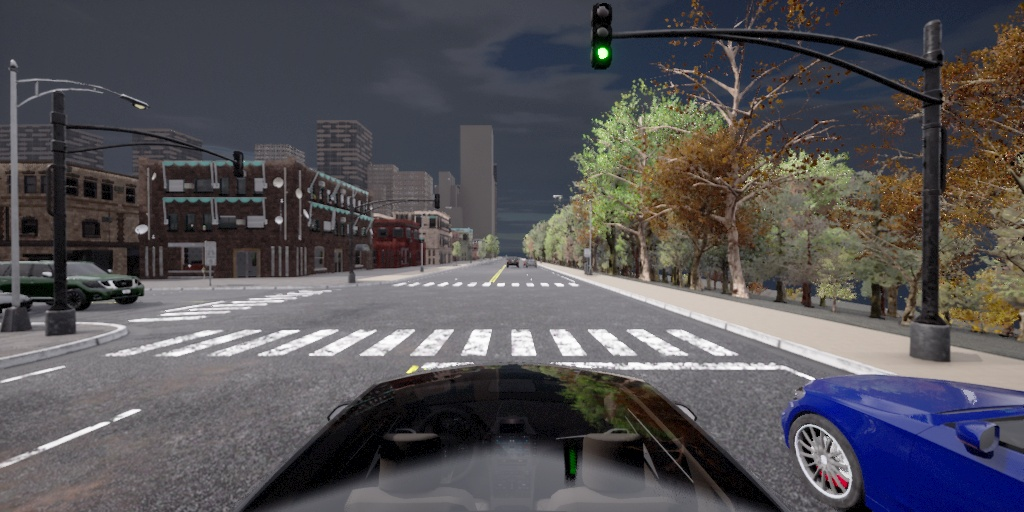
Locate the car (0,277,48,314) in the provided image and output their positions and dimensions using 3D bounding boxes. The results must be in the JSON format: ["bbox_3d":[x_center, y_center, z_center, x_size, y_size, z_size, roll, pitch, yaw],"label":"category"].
[{"bbox_3d":[-19.936,1.584,12.702,4.313,1.339,1.948,0,0,0],"label":"car"}]

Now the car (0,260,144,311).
[{"bbox_3d":[-19.324,1.210,15.406,5.566,2.045,2.150,-1,0,0],"label":"car"}]

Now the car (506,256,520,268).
[{"bbox_3d":[0.162,1.056,63.665,2.150,2.045,5.566,0,0,1],"label":"car"}]

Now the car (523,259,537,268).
[{"bbox_3d":[3.414,1.327,63.828,2.128,1.511,4.902,0,0,0],"label":"car"}]

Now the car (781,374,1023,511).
[{"bbox_3d":[3.347,1.275,1.331,1.812,1.442,4.674,0,0,2],"label":"car"}]
